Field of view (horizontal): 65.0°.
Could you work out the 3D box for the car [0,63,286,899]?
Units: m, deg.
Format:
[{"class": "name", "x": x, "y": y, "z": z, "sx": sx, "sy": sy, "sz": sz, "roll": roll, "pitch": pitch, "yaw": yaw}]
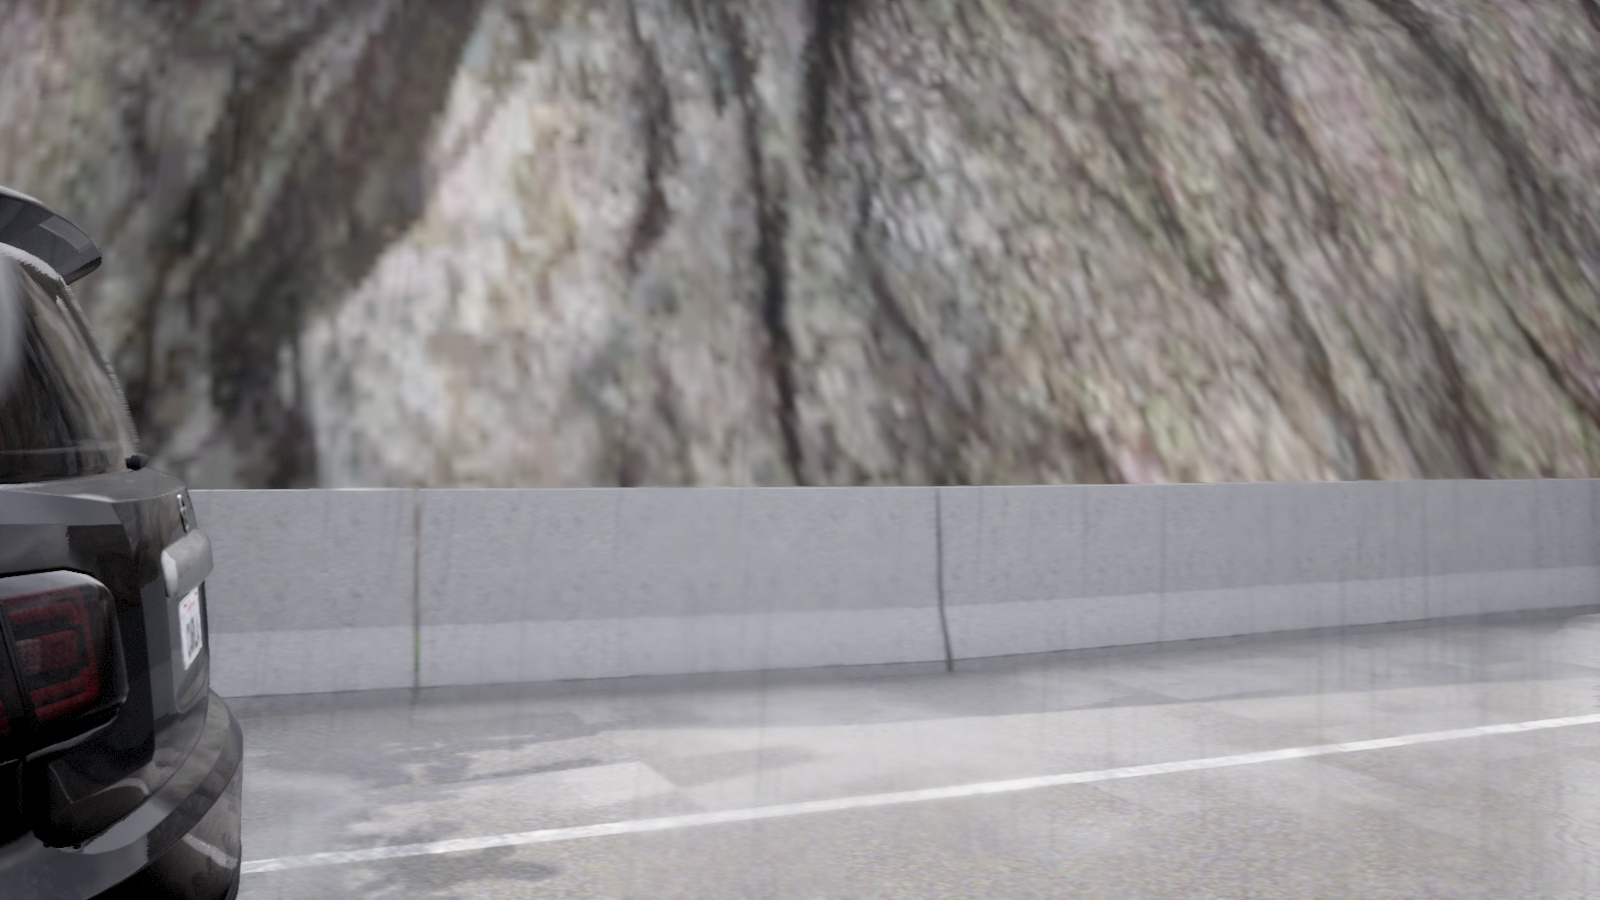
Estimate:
[{"class": "car", "x": -3.799, "y": 0.537, "z": 1.803, "sx": 5.566, "sy": 2.045, "sz": 2.150, "roll": -1, "pitch": 1, "yaw": -20}]
